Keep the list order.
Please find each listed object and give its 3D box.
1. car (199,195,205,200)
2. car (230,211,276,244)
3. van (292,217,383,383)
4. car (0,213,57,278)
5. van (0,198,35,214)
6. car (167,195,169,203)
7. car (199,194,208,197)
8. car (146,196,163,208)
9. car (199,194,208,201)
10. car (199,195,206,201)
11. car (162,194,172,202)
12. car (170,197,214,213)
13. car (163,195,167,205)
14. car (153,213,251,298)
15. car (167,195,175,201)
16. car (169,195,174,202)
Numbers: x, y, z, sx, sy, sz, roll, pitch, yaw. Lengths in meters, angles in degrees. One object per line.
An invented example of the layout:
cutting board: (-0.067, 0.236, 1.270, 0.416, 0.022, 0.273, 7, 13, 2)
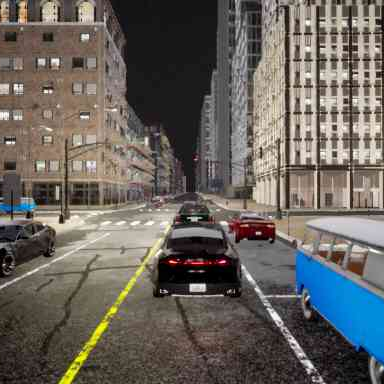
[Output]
car: (2.780, 1.524, 93.441, 1.802, 1.307, 4.206, 1, 0, 0)
car: (2.713, 1.545, 15.786, 1.887, 1.381, 4.507, 1, 0, 0)
van: (2.705, 1.342, 4.632, 1.690, 1.788, 3.998, 1, 0, 0)
car: (-5.673, 1.567, 10.222, 1.947, 1.339, 4.313, 1, 0, 0)
van: (-19.704, 1.525, 37.120, 3.998, 1.788, 1.690, 0, 0, 1)
car: (-5.629, 1.562, 59.541, 1.802, 1.307, 4.206, 1, 0, 0)
car: (2.751, 1.531, 59.532, 2.008, 1.369, 4.403, 1, 0, 0)
car: (-5.640, 1.573, 48.237, 1.802, 1.307, 4.206, 1, 0, 0)
car: (2.773, 1.396, 82.139, 1.967, 1.590, 4.097, 1, 0, 0)
car: (2.776, 1.475, 87.960, 1.752, 1.417, 4.829, 1, 0, 0)
car: (-5.612, 1.402, 76.495, 1.967, 1.590, 4.097, 1, 0, 0)
car: (0.086, 1.352, 17.608, 2.097, 1.767, 4.553, 0, 0, -1)
car: (-5.632, 1.426, 53.890, 1.967, 1.590, 4.097, 1, 0, 0)
car: (0.108, 1.506, 8.515, 1.837, 1.490, 4.892, 0, 0, 0)
car: (-5.604, 1.475, 87.629, 1.752, 1.417, 4.829, 1, 0, 0)
car: (-5.619, 1.519, 70.843, 2.008, 1.369, 4.403, 1, 0, 0)
